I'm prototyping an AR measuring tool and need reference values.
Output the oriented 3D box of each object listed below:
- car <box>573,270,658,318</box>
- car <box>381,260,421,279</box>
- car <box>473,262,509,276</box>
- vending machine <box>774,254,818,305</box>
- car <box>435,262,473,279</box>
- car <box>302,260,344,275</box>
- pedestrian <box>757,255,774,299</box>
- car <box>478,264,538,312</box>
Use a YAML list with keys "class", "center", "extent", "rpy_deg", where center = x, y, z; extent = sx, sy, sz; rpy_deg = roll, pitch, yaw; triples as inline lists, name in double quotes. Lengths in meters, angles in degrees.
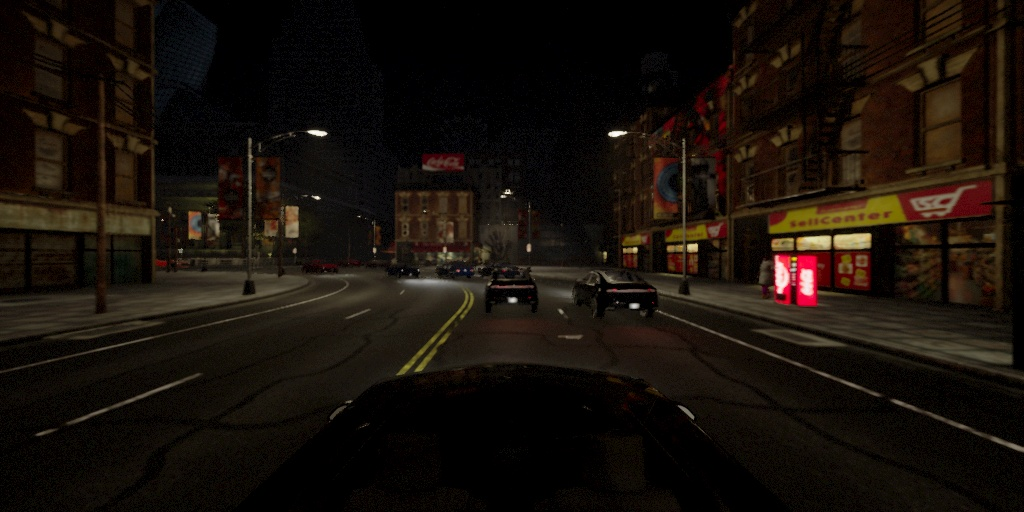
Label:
- class: "car"
  center: [3.455, 1.222, 12.785]
  extent: [2.128, 1.511, 4.902]
  rpy_deg: [0, 0, -2]
- class: "car"
  center: [-9.921, 1.296, 32.412]
  extent: [1.895, 1.301, 4.718]
  rpy_deg: [0, 0, -36]
- class: "car"
  center: [-1.281, 1.243, 31.954]
  extent: [2.033, 1.411, 5.357]
  rpy_deg: [0, 0, -28]
- class: "vending machine"
  center: [10.873, 0.924, 13.770]
  extent: [1.100, 2.100, 0.880]
  rpy_deg: [0, 0, -1]
- class: "car"
  center: [-5.137, 1.243, 31.807]
  extent: [2.033, 1.411, 5.357]
  rpy_deg: [0, 0, -30]
- class: "car"
  center: [-20.290, 1.162, 37.975]
  extent: [5.008, 1.535, 1.882]
  rpy_deg: [0, 0, 36]
- class: "pedestrian"
  center: [10.781, 0.868, 15.174]
  extent: [0.375, 1.860, 0.375]
  rpy_deg: [0, 0, -3]
- class: "car"
  center: [-0.112, 1.218, 14.017]
  extent: [2.128, 1.511, 4.902]
  rpy_deg: [0, 0, -3]
